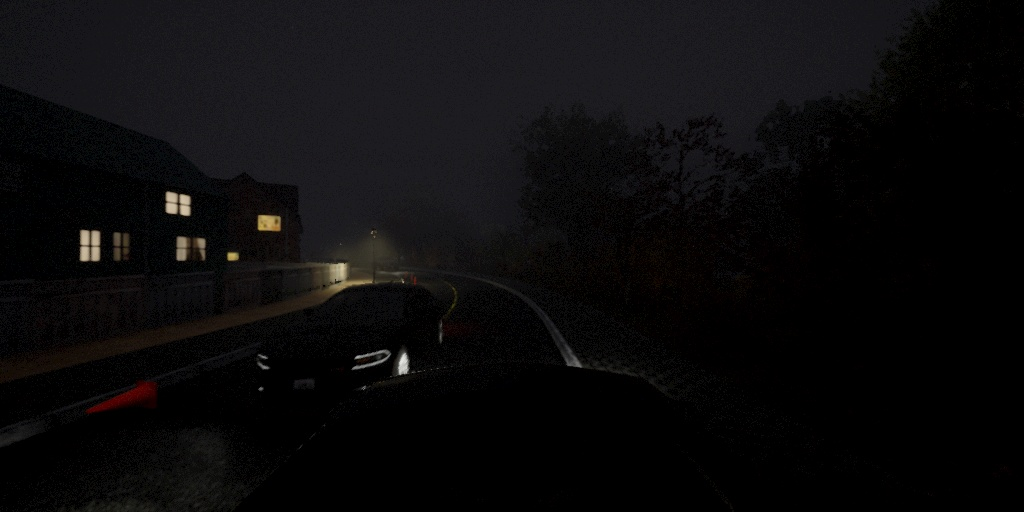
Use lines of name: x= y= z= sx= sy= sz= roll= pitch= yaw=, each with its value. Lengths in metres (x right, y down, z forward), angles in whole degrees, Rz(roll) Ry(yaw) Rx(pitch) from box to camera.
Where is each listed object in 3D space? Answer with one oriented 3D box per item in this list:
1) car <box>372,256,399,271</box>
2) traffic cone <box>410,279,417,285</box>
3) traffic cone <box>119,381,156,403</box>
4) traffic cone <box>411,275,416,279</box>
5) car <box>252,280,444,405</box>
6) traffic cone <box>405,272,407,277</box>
car: x=-17.076 y=0.971 z=48.192 sx=2.150 sy=2.045 sz=5.566 roll=0 pitch=0 yaw=-38
traffic cone: x=-5.933 y=1.840 z=21.600 sx=0.340 sy=0.580 sz=0.340 roll=0 pitch=0 yaw=-12
traffic cone: x=-4.893 y=1.563 z=4.808 sx=0.340 sy=0.580 sz=0.340 roll=0 pitch=0 yaw=-17
traffic cone: x=-7.080 y=1.840 z=26.268 sx=0.340 sy=0.580 sz=0.340 roll=0 pitch=0 yaw=-16
car: x=-2.527 y=1.274 z=6.767 sx=1.882 sy=1.535 sz=5.008 roll=0 pitch=0 yaw=-1
traffic cone: x=-10.437 y=1.797 z=35.270 sx=0.340 sy=0.580 sz=0.340 roll=0 pitch=0 yaw=-25
